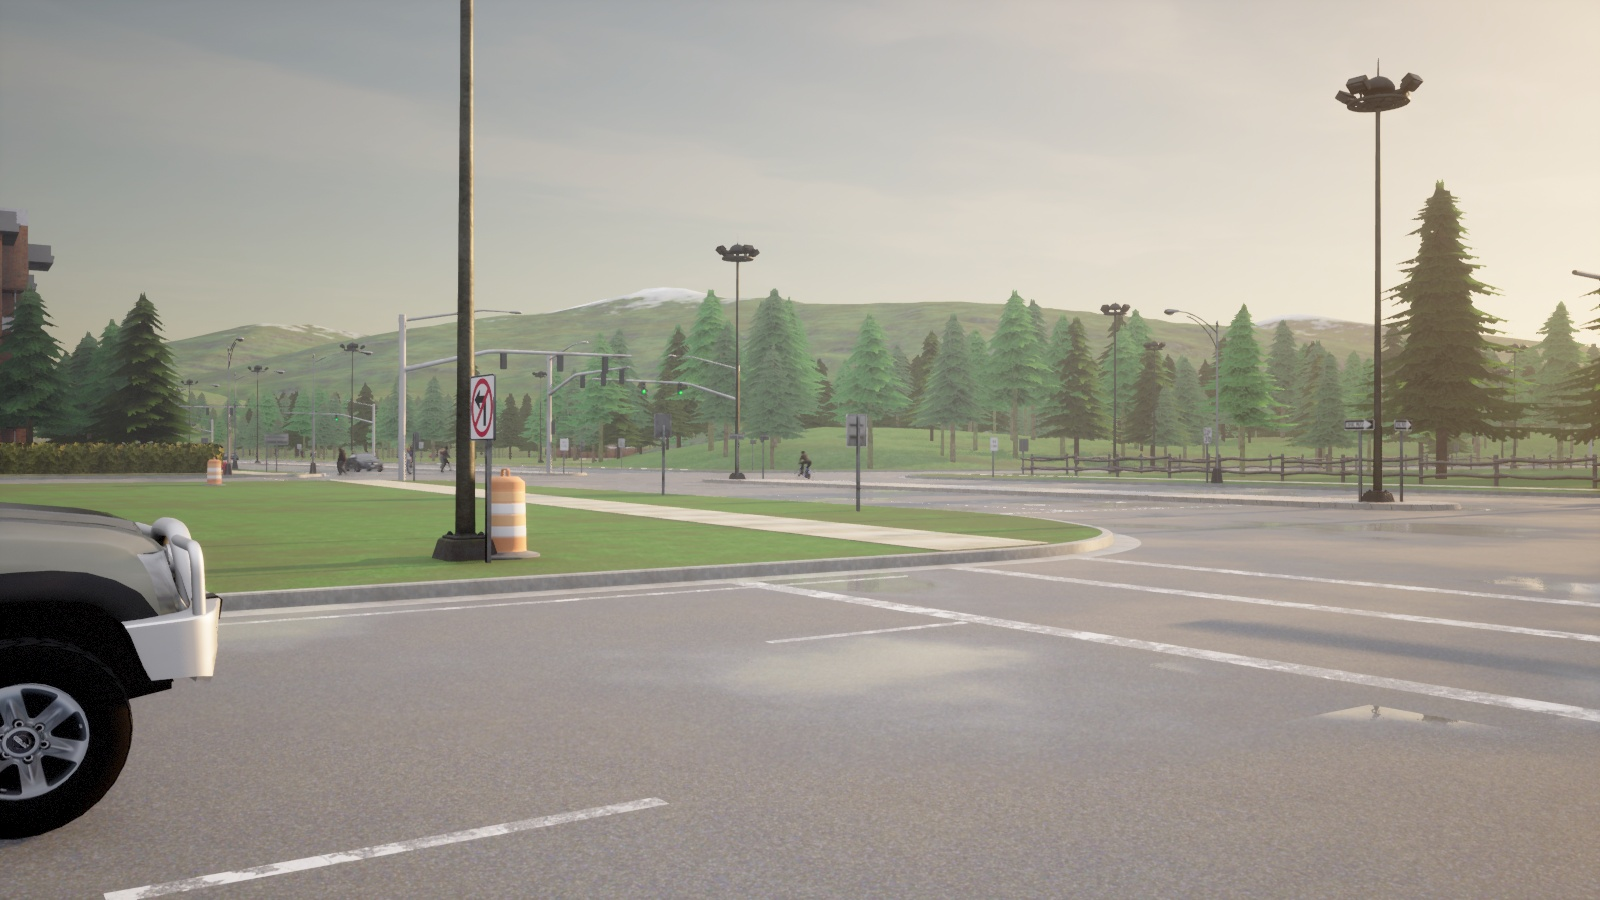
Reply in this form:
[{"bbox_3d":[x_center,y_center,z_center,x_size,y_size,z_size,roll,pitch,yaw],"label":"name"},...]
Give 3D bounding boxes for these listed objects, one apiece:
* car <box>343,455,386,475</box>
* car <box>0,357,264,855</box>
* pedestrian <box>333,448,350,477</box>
[{"bbox_3d":[-32.440,1.068,93.425,1.812,1.442,4.674,0,0,-35],"label":"car"},{"bbox_3d":[-4.662,0.583,4.678,4.605,1.855,1.932,0,0,-35],"label":"car"},{"bbox_3d":[-29.103,0.788,79.690,0.899,1.844,0.634,0,0,-34],"label":"pedestrian"}]
